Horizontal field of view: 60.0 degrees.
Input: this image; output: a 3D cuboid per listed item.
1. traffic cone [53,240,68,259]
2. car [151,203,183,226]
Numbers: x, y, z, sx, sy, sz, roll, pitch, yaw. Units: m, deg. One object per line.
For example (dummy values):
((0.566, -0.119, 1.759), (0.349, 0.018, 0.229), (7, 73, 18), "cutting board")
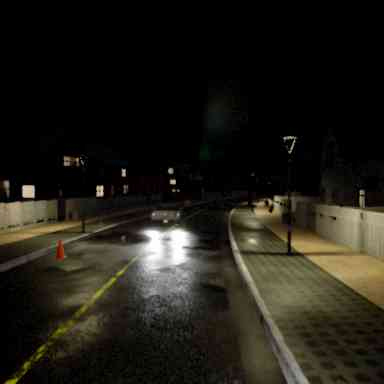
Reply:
((-4.302, 1.855, 10.871), (0.340, 0.580, 0.340), (0, 1, 3), "traffic cone")
((-1.583, 1.402, 21.868), (1.895, 1.301, 4.718), (0, 1, -1), "car")
